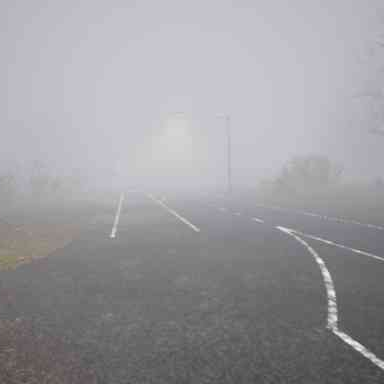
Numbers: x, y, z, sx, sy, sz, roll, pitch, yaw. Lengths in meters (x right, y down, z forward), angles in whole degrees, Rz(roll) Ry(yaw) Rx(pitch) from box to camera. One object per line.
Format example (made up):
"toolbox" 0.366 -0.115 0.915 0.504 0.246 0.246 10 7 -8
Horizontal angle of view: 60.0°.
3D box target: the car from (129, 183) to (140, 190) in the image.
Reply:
"car" -11.378 -1.095 66.455 1.994 1.385 4.181 -2 3 -6
